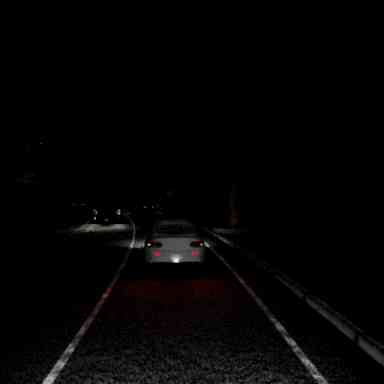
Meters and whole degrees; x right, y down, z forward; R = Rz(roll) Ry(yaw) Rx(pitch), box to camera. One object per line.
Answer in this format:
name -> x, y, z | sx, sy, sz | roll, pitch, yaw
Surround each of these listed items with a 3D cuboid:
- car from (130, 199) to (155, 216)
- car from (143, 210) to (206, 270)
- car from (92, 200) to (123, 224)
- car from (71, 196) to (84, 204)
car -> -5.026, 1.487, 33.622 | 2.097, 1.767, 4.553 | 2, -1, -16
car -> -0.646, 1.560, 11.129 | 1.812, 1.442, 4.674 | 0, 0, -6
car -> -6.375, 1.385, 25.149 | 2.097, 1.767, 4.553 | 1, 0, -13
car -> -21.783, 1.487, 62.851 | 2.128, 1.511, 4.902 | 3, -1, -31
